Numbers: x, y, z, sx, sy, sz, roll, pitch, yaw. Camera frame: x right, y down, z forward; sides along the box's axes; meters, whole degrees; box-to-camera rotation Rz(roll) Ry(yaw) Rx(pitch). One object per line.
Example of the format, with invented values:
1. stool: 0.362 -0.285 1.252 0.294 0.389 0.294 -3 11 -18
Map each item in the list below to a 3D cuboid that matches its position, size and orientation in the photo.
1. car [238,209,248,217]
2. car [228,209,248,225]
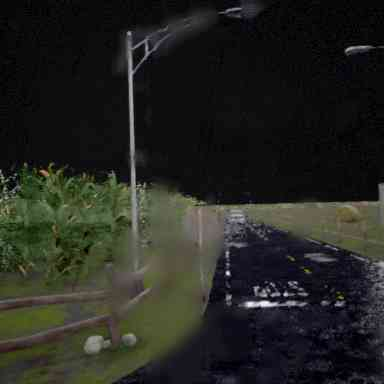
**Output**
1. car: 13.019 5.398 85.271 2.150 2.045 5.566 -2 -3 6
2. car: 6.372 3.623 47.824 2.150 2.045 5.566 -2 -3 6
